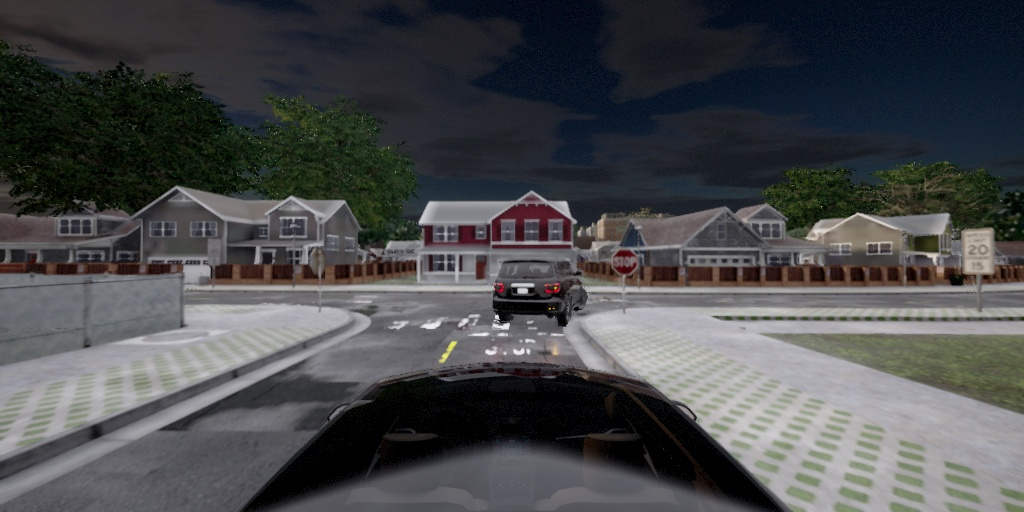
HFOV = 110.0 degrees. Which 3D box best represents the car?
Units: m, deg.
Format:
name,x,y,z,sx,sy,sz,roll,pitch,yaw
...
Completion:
name,x,y,z,sx,sy,sz,roll,pitch,yaw
car,1.134,1.079,12.453,2.150,2.045,5.566,-1,-1,18
